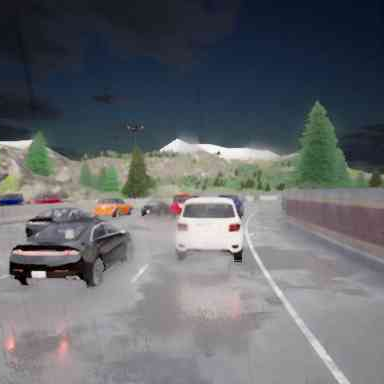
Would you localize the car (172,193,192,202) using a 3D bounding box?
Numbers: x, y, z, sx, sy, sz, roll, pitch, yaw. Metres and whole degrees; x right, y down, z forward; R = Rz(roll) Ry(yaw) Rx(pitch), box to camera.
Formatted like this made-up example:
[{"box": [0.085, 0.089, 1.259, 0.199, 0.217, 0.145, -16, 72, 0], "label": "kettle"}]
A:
[{"box": [-2.369, 1.201, 80.398, 2.150, 2.045, 5.566, 0, 0, 31], "label": "car"}]

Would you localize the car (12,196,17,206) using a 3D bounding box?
[{"box": [-21.411, 1.570, 45.662, 2.033, 1.411, 5.357, 0, 0, 17], "label": "car"}]

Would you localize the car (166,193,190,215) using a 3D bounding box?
[{"box": [-0.258, 1.240, 28.976, 2.150, 2.045, 5.566, 0, 0, 12], "label": "car"}]

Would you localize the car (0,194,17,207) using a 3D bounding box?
[{"box": [-25.249, 1.242, 44.984, 2.150, 2.045, 5.566, 0, 0, 16], "label": "car"}]

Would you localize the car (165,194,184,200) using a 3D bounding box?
[{"box": [-4.448, 1.205, 83.721, 2.033, 1.411, 5.357, 0, 0, 32], "label": "car"}]

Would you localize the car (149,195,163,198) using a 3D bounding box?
[{"box": [-8.972, 1.432, 82.957, 1.812, 1.442, 4.674, 0, 0, 29], "label": "car"}]

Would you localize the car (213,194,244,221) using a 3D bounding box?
[{"box": [3.268, 1.241, 28.684, 2.150, 2.045, 5.566, 0, 0, 12], "label": "car"}]

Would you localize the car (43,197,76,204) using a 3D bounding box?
[{"box": [-15.552, 1.622, 40.744, 1.895, 1.301, 4.718, 0, 0, 16], "label": "car"}]

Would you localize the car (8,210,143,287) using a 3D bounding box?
[{"box": [-3.030, 1.498, 9.337, 2.128, 1.511, 4.902, 0, 0, 4], "label": "car"}]

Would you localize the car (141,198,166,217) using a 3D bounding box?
[{"box": [-3.308, 1.544, 31.253, 1.812, 1.442, 4.674, 0, 0, 13], "label": "car"}]

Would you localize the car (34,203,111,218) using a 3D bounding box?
[{"box": [-5.919, 1.500, 15.969, 2.128, 1.511, 4.902, 0, 0, 6], "label": "car"}]

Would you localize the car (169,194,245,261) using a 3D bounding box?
[{"box": [0.722, 1.229, 12.499, 2.150, 2.045, 5.566, 0, 0, 5], "label": "car"}]

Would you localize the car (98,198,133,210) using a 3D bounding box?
[{"box": [-7.071, 1.369, 30.359, 2.097, 1.767, 4.553, 0, 0, 12], "label": "car"}]

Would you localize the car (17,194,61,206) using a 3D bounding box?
[{"box": [-18.805, 1.241, 42.120, 2.150, 2.045, 5.566, 0, 0, 16], "label": "car"}]

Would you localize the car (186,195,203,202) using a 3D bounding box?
[{"box": [0.643, 1.457, 78.616, 1.882, 1.535, 5.008, 0, 0, 31], "label": "car"}]
